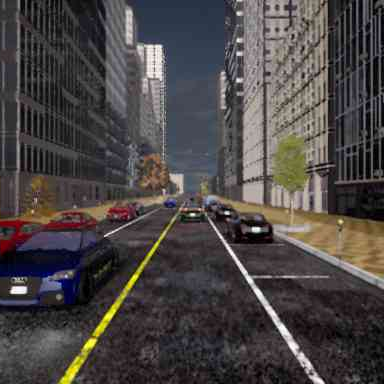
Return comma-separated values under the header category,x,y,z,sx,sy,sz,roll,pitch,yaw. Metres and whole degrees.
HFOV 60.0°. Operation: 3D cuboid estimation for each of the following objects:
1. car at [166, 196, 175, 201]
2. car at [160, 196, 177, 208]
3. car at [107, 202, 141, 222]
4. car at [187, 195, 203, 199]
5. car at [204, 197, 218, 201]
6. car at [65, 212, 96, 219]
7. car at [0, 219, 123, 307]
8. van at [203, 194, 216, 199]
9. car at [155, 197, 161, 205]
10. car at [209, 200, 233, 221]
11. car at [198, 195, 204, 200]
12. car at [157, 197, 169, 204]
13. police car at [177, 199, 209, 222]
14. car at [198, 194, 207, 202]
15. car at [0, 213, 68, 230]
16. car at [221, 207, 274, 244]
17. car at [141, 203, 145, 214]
category,x,y,z,sx,sy,sz,roll,pitch,yaw
car,-5.825,1.668,89.911,2.008,1.369,4.403,0,0,0
car,-3.158,1.687,49.470,1.895,1.301,4.718,0,0,0
car,-5.730,1.599,27.293,1.887,1.381,4.507,0,0,0
car,0.018,1.508,43.417,2.033,1.649,4.856,0,0,0
car,2.633,1.638,38.681,1.947,1.339,4.313,0,0,0
car,-5.713,1.616,15.908,1.802,1.307,4.206,0,0,0
car,-3.112,1.582,7.973,1.994,1.385,4.181,0,0,0
van,2.625,1.421,44.376,1.690,1.788,3.998,0,0,0
car,-5.782,1.624,61.278,1.752,1.417,4.829,0,0,0
car,2.650,1.620,27.297,1.947,1.339,4.313,0,0,0
car,2.547,1.644,95.773,1.752,1.417,4.829,0,0,0
car,-5.791,1.654,67.142,2.008,1.369,4.403,0,0,0
police car,0.053,1.554,27.386,2.038,1.542,4.974,0,-1,0
car,2.565,1.429,84.220,2.192,1.841,5.009,0,0,0
car,-5.704,1.567,10.214,1.887,1.381,4.507,0,0,0
car,2.668,1.599,15.913,1.947,1.339,4.313,0,0,0
car,-5.739,1.630,32.985,1.947,1.339,4.313,0,0,0
